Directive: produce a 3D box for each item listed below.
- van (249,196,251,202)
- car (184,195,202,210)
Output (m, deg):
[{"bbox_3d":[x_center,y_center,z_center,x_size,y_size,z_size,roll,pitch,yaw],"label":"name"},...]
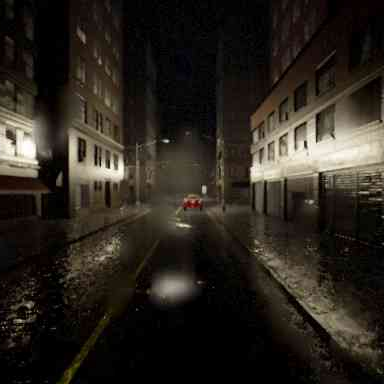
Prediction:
[{"bbox_3d":[11.662,1.029,55.485,3.998,1.788,1.690,0,0,1],"label":"van"},{"bbox_3d":[0.155,1.139,39.170,2.097,1.767,4.553,0,0,2],"label":"car"}]
